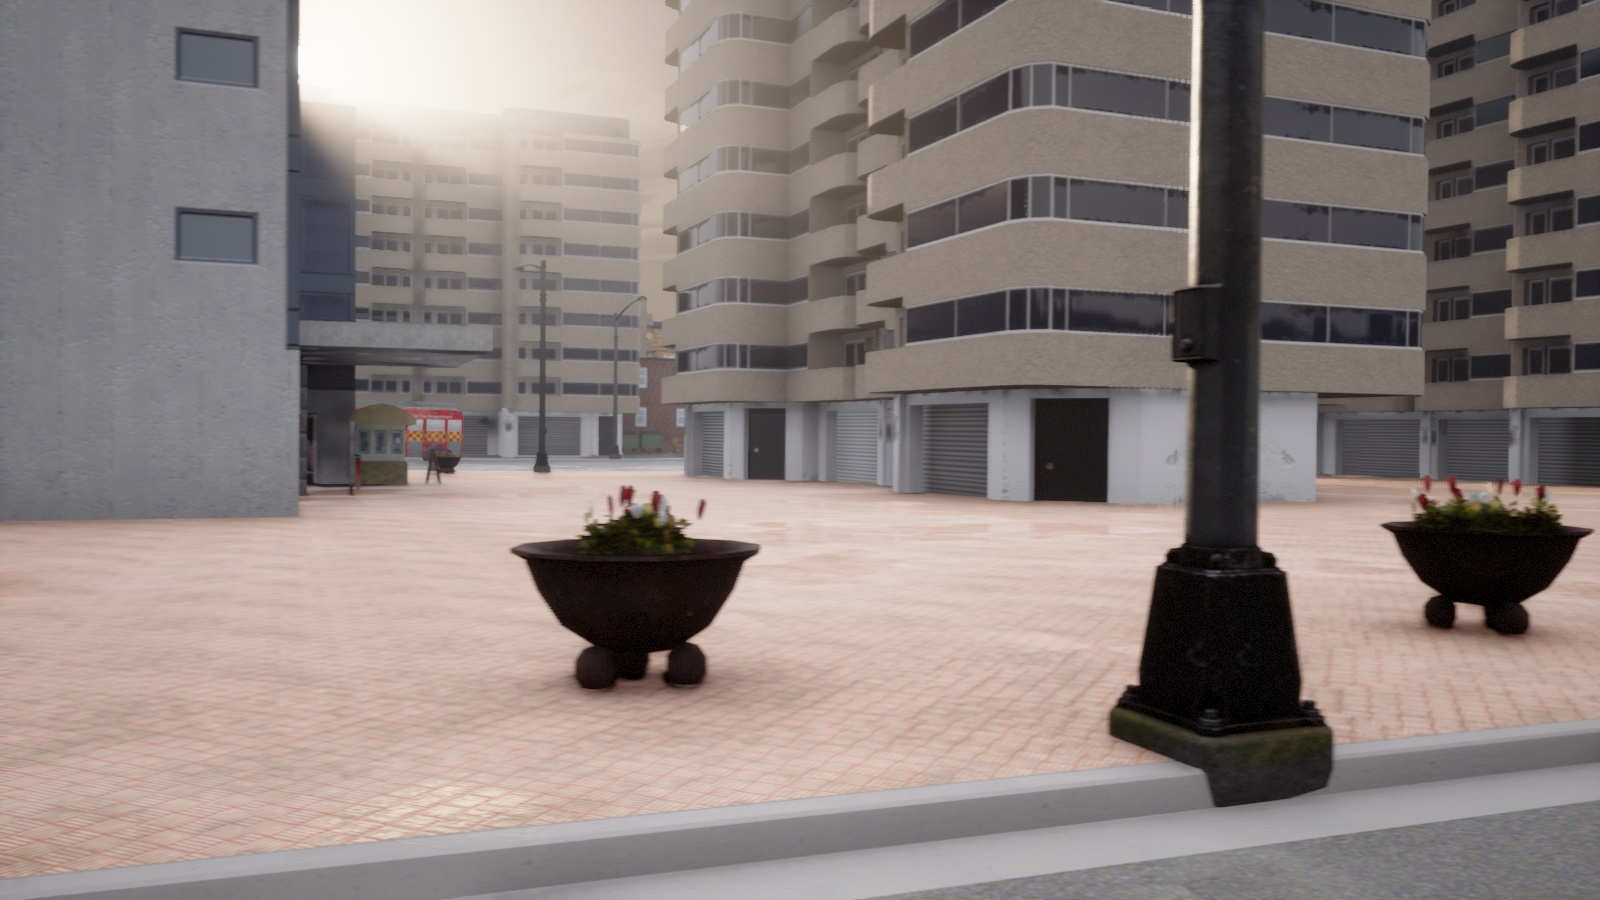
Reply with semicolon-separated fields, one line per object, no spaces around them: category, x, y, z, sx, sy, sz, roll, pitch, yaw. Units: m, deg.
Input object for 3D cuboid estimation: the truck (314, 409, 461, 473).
truck;-25.655;-0.579;78.115;8.468;3.827;2.891;0;1;-22
